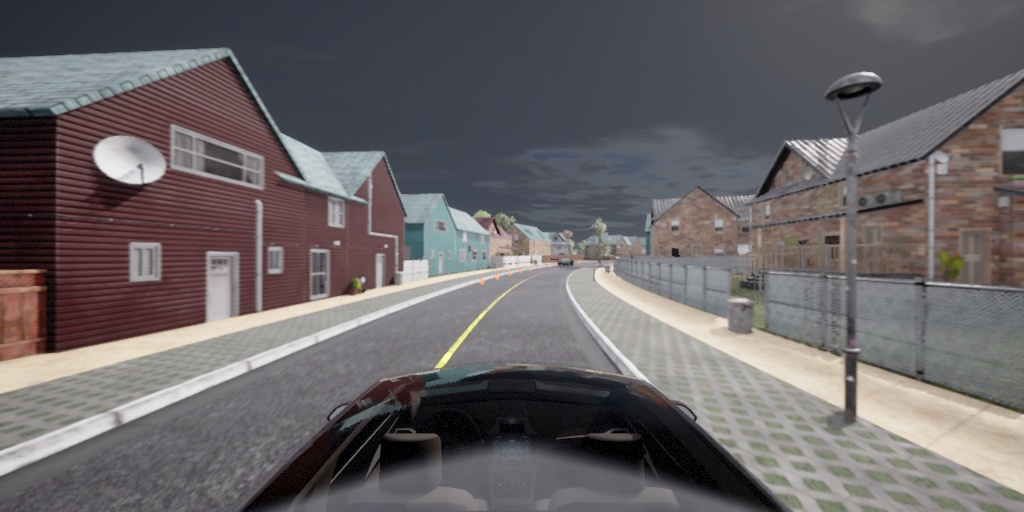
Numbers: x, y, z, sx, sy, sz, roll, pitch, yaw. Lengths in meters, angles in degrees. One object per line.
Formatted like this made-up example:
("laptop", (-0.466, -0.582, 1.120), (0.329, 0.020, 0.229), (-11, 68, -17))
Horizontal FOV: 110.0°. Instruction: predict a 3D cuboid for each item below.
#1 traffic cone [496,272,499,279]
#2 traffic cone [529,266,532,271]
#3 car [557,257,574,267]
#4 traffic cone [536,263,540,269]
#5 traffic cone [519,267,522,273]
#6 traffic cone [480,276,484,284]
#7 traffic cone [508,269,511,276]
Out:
("traffic cone", (-1.231, 1.620, 29.725), (0.340, 0.580, 0.340), (0, 0, 11))
("traffic cone", (2.263, 1.509, 44.551), (0.340, 0.580, 0.340), (0, 0, 16))
("car", (8.367, 0.937, 55.856), (1.882, 1.535, 5.008), (0, 1, 21))
("traffic cone", (3.742, 1.470, 49.410), (0.340, 0.580, 0.340), (0, 0, 18))
("traffic cone", (0.940, 1.548, 39.647), (0.340, 0.580, 0.340), (0, 0, 14))
("traffic cone", (-2.076, 1.647, 24.717), (0.340, 0.580, 0.340), (0, 0, 9))
("traffic cone", (-0.225, 1.587, 34.703), (0.340, 0.580, 0.340), (0, 0, 12))
